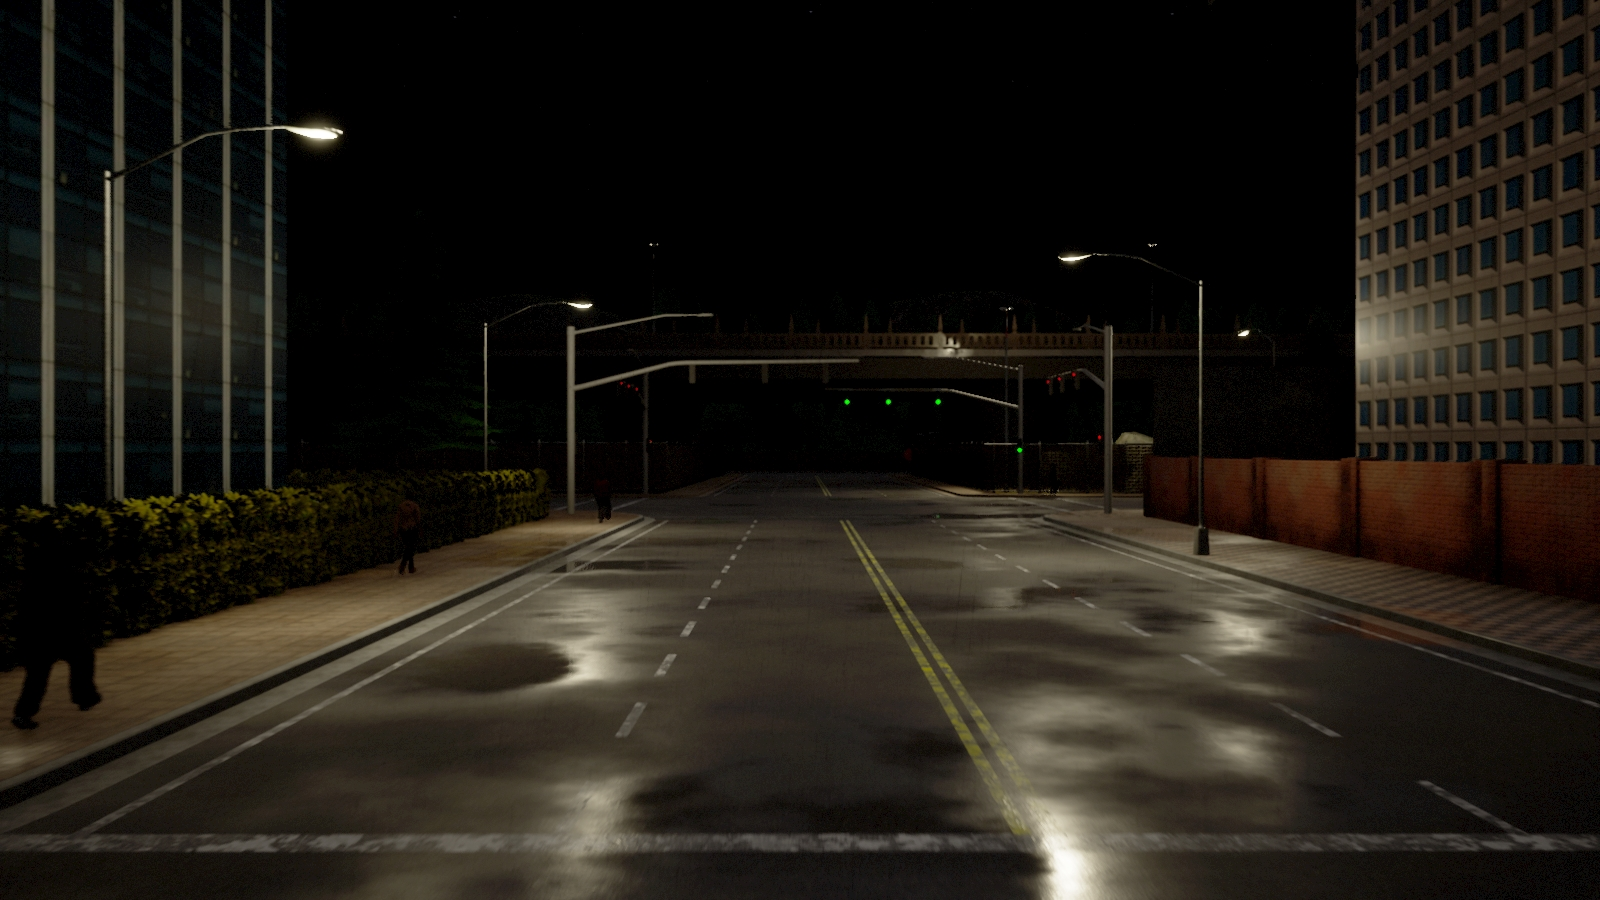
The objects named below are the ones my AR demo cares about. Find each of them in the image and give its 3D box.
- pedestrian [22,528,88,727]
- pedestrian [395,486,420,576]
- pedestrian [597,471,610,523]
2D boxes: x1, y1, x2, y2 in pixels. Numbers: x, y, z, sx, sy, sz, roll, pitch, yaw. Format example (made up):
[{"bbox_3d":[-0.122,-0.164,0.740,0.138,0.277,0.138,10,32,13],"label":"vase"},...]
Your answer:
[{"bbox_3d":[-7.212,1.697,11.065,0.375,1.860,0.375,0,0,9],"label":"pedestrian"},{"bbox_3d":[-8.227,1.698,23.974,0.375,1.860,0.375,0,0,5],"label":"pedestrian"},{"bbox_3d":[-7.123,1.699,41.456,0.375,1.860,0.375,0,0,10],"label":"pedestrian"}]
